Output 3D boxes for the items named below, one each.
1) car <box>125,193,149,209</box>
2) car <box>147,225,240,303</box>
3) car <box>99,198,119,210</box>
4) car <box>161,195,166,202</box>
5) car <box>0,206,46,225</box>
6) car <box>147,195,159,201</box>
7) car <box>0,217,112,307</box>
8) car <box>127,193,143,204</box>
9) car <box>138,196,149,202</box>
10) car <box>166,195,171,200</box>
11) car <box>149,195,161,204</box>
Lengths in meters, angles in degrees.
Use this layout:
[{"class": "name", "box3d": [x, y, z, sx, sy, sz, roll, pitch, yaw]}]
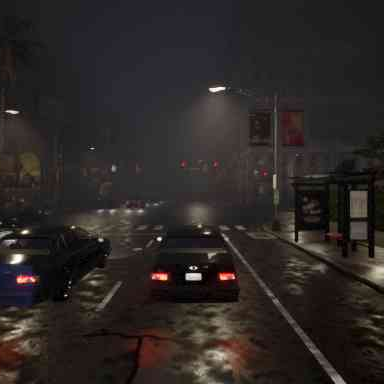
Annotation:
[{"class": "car", "box3d": [-7.409, 1.351, 43.973, 2.097, 1.767, 4.553, 0, 0, 0]}, {"class": "car", "box3d": [0.025, 1.547, 8.400, 2.033, 1.411, 5.357, 0, 0, 0]}, {"class": "car", "box3d": [-10.909, 1.524, 43.911, 1.812, 1.442, 4.674, 0, 0, 0]}, {"class": "car", "box3d": [-7.557, 1.498, 76.481, 1.837, 1.490, 4.892, 0, 0, 0]}, {"class": "car", "box3d": [-10.733, 1.563, 20.607, 1.994, 1.385, 4.181, 0, 0, 0]}, {"class": "car", "box3d": [-10.528, 1.537, 89.931, 2.033, 1.411, 5.357, 0, 0, 6]}, {"class": "car", "box3d": [-3.475, 1.547, 8.215, 2.033, 1.411, 5.357, 0, 0, 0]}, {"class": "car", "box3d": [-11.000, 1.221, 64.092, 2.150, 2.045, 5.566, 0, 0, 0]}, {"class": "car", "box3d": [-11.057, 1.593, 76.505, 1.895, 1.301, 4.718, 0, 0, 0]}, {"class": "car", "box3d": [-6.974, 1.522, 90.074, 1.812, 1.442, 4.674, 0, 0, 9]}, {"class": "car", "box3d": [-7.504, 1.503, 63.301, 1.837, 1.490, 4.892, 0, 0, 0]}]
